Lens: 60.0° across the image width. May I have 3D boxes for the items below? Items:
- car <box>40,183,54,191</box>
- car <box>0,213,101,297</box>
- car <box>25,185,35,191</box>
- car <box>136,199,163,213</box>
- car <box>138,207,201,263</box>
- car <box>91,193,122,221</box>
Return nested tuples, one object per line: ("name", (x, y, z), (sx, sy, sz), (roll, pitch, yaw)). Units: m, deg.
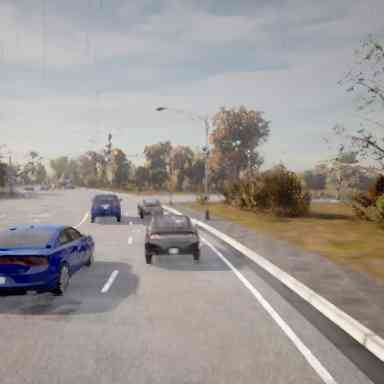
("car", (-36.090, -1.136, 81.767), (2.128, 1.511, 4.902), (-2, 3, -30))
("car", (-3.979, 1.580, 8.976), (1.882, 1.535, 5.008), (0, 0, -5))
("car", (-39.127, -1.047, 80.030), (1.812, 1.442, 4.674), (-2, 3, -30))
("car", (-3.552, 1.309, 27.891), (2.128, 1.511, 4.902), (-1, 2, -13))
("car", (-0.801, 1.574, 12.497), (2.128, 1.511, 4.902), (0, 0, -6))
("car", (-6.704, 1.114, 26.120), (2.150, 2.045, 5.566), (-1, 2, -13))
